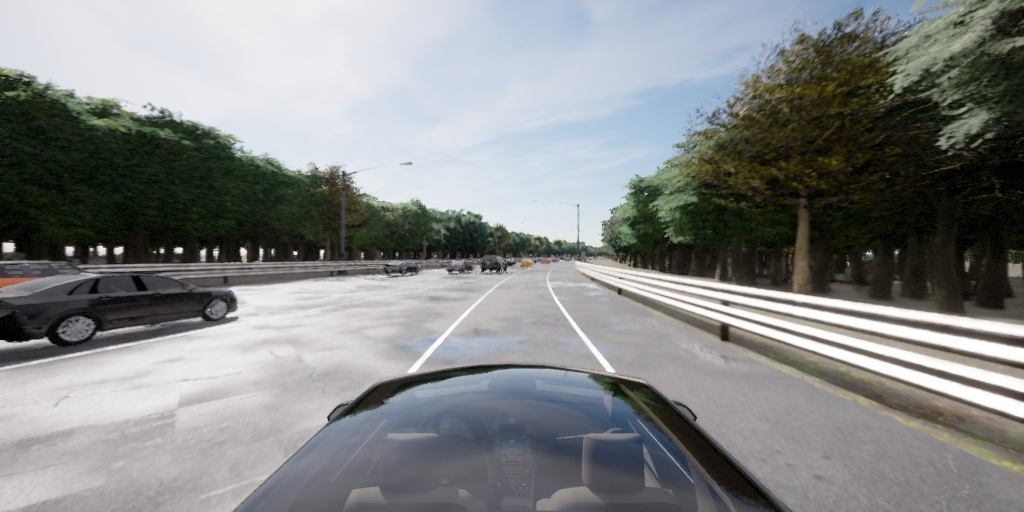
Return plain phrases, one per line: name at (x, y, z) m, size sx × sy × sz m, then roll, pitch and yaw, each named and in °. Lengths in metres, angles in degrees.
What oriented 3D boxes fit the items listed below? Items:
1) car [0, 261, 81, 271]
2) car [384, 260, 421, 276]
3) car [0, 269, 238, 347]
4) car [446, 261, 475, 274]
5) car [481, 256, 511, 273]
car at (-16.043, 0.955, 12.401) m, size 2.097 × 1.767 × 4.553 m, roll 0°, pitch 0°, yaw 12°
car at (-10.880, 1.186, 35.881) m, size 2.128 × 1.511 × 4.902 m, roll 0°, pitch 0°, yaw 12°
car at (-9.624, 1.140, 9.003) m, size 1.837 × 1.490 × 4.892 m, roll 0°, pitch 0°, yaw 12°
car at (-5.961, 1.281, 41.959) m, size 2.033 × 1.411 × 5.357 m, roll 0°, pitch 0°, yaw 12°
car at (-2.102, 0.980, 43.209) m, size 2.150 × 2.045 × 5.566 m, roll 0°, pitch 0°, yaw 12°
